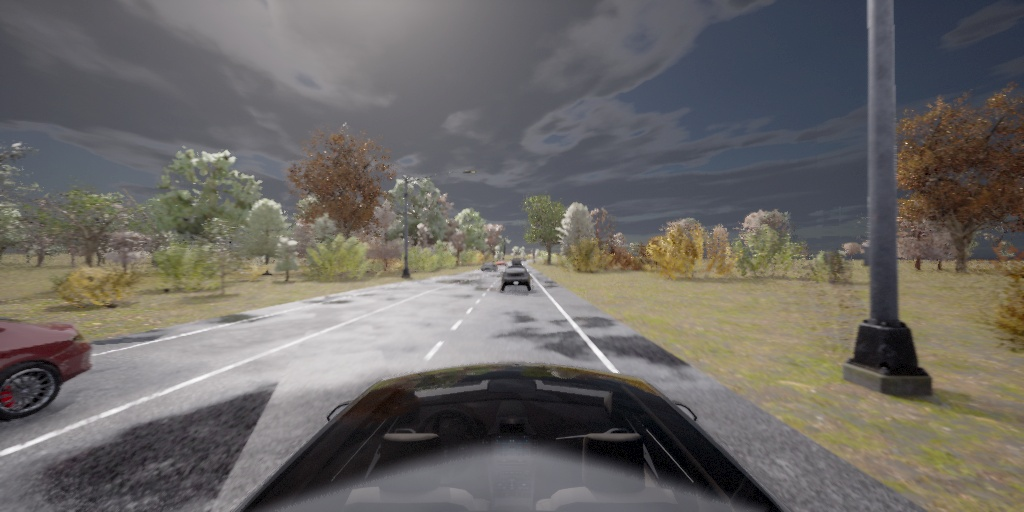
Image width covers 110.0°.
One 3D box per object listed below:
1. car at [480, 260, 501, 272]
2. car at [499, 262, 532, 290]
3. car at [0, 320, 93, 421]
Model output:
[{"bbox_3d":[-3.272,1.607,51.824,1.994,1.385,4.181,0,0,6],"label":"car"},{"bbox_3d":[0.270,1.396,24.024,1.837,1.490,4.892,0,0,1],"label":"car"},{"bbox_3d":[-6.997,1.312,3.234,1.812,1.442,4.674,0,0,1],"label":"car"}]
